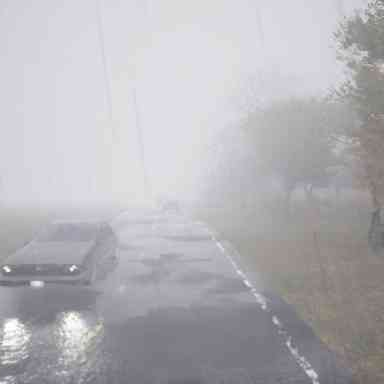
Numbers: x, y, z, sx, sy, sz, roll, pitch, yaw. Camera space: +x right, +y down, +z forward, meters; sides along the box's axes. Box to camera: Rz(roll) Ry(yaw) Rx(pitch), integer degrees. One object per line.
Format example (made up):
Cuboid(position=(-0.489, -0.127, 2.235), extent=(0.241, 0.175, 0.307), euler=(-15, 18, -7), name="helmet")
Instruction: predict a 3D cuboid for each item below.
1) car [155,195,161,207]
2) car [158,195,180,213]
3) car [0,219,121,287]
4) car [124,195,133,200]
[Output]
Cuboid(position=(-4.167, 1.207, 47.902), extent=(2.097, 1.767, 4.553), euler=(0, 0, -9), name="car")
Cuboid(position=(-2.333, 1.397, 35.943), extent=(1.837, 1.490, 4.892), euler=(0, 0, -8), name="car")
Cuboid(position=(-3.324, 1.523, 9.598), extent=(2.033, 1.411, 5.357), euler=(0, 0, -2), name="car")
Cuboid(position=(-16.451, 1.337, 85.549), extent=(1.895, 1.301, 4.718), euler=(0, 0, -17), name="car")
